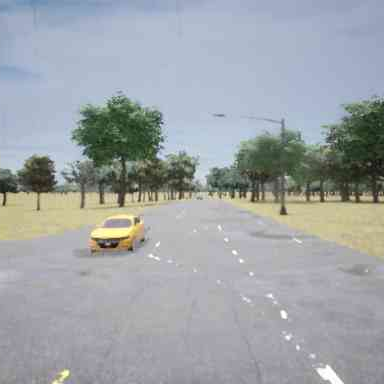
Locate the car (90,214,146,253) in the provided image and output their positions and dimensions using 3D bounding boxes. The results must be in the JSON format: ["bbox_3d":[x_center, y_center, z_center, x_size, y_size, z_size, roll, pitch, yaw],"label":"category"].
[{"bbox_3d":[-3.450,1.882,16.206,1.882,1.535,5.008,-1,0,1],"label":"car"}]
